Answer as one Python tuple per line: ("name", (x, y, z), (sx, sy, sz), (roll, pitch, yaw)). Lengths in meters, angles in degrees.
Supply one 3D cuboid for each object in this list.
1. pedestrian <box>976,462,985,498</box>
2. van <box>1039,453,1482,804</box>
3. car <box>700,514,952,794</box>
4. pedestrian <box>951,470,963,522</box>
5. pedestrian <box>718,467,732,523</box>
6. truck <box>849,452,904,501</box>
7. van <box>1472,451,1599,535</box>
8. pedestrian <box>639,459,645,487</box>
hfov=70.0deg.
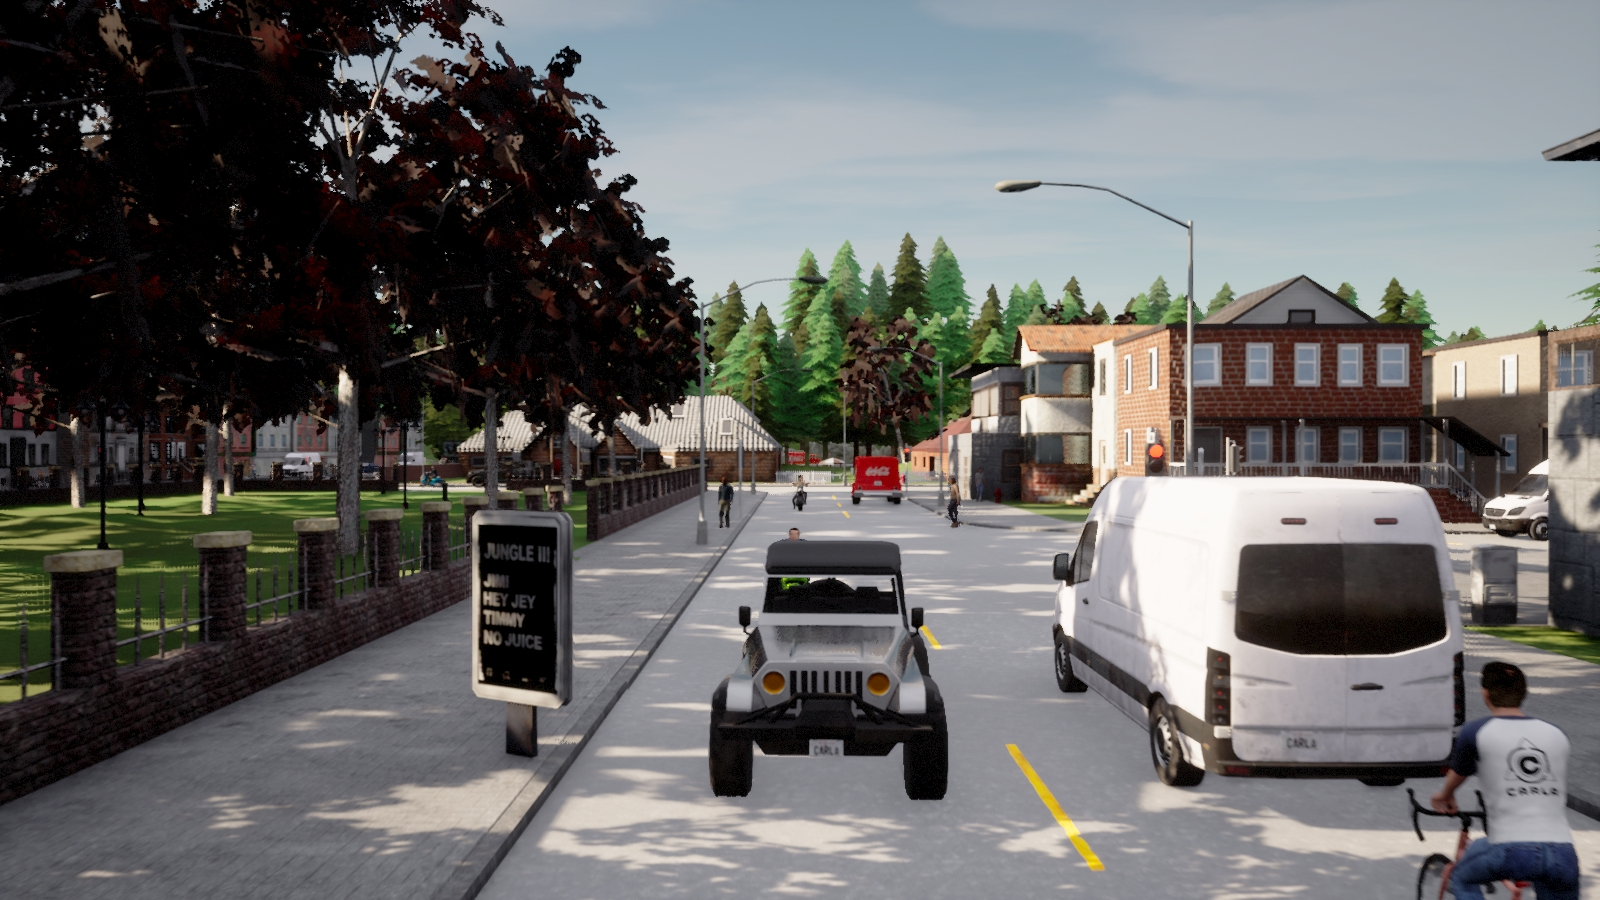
("pedestrian", (9.210, 1.524, 58.375), (0.375, 1.860, 0.375), (0, 0, -7))
("van", (4.000, 1.314, 11.344), (1.988, 2.561, 5.915), (0, 0, 0))
("car", (0.295, 1.637, 10.546), (1.905, 1.878, 3.866), (0, 0, 3))
("pedestrian", (5.568, 1.629, 40.553), (0.375, 1.860, 0.375), (0, 0, 1))
("pedestrian", (-2.550, 1.525, 38.744), (0.375, 1.860, 0.375), (0, 0, 15))
("truck", (3.968, 1.348, 60.305), (2.627, 2.467, 5.204), (0, 0, 1))
("van", (24.711, 1.315, 35.968), (5.915, 2.561, 1.988), (0, 0, 0))
("pedestrian", (-10.547, 1.525, 76.219), (0.375, 1.860, 0.375), (0, 0, 0))
